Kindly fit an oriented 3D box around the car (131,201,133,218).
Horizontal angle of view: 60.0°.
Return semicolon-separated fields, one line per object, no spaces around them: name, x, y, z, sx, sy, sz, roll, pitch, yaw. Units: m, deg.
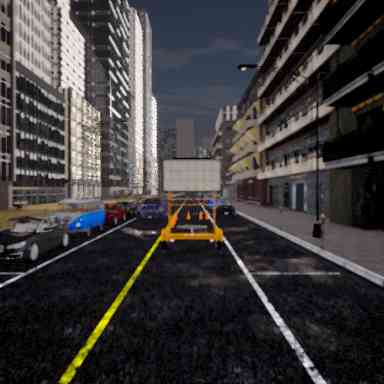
car;-5.694;1.440;28.218;1.947;1.339;4.313;0;0;0

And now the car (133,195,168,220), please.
car;-3.097;1.233;26.628;2.097;1.767;4.553;0;0;0

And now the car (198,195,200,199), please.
car;2.686;1.248;83.446;1.947;1.339;4.313;0;0;0

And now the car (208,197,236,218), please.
car;2.687;1.425;28.218;2.008;1.369;4.403;0;0;0

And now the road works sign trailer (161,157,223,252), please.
road works sign trailer;0.000;0.402;13.543;2.380;3.560;2.880;0;0;0

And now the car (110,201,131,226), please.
car;-5.694;1.442;22.695;1.887;1.381;4.507;0;0;0

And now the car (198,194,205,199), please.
car;2.685;1.177;94.662;1.752;1.417;4.829;0;0;0

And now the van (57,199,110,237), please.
van;-5.694;1.263;17.171;1.690;1.788;3.998;0;0;0

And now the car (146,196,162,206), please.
car;-5.694;1.342;50.308;2.008;1.369;4.403;0;0;0

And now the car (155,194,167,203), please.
car;-5.695;1.193;61.355;1.967;1.590;4.097;0;0;0

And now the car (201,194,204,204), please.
car;2.687;1.336;50.308;1.887;1.381;4.507;0;0;0

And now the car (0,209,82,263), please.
car;-5.693;1.497;11.650;2.008;1.369;4.403;0;0;0

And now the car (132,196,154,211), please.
car;-5.694;1.271;39.264;1.967;1.590;4.097;0;0;0

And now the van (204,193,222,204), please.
van;2.686;1.172;39.262;1.690;1.788;3.998;0;0;0

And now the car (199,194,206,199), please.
car;2.686;1.191;89.138;1.752;1.417;4.829;0;0;0

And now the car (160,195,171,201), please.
car;-5.695;1.281;72.400;1.947;1.339;4.313;0;0;0

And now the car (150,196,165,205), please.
car;-5.694;1.322;55.832;2.008;1.369;4.403;0;0;0
